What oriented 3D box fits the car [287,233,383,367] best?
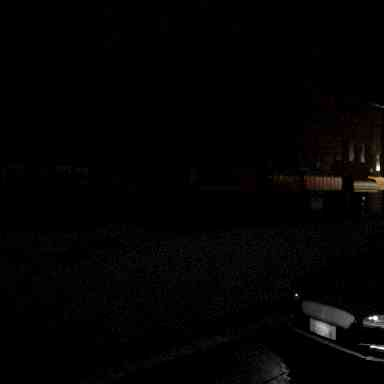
[{"bbox_3d":[3.669,1.497,5.681,4.902,1.511,2.128,0,0,-35],"label":"car"}]
